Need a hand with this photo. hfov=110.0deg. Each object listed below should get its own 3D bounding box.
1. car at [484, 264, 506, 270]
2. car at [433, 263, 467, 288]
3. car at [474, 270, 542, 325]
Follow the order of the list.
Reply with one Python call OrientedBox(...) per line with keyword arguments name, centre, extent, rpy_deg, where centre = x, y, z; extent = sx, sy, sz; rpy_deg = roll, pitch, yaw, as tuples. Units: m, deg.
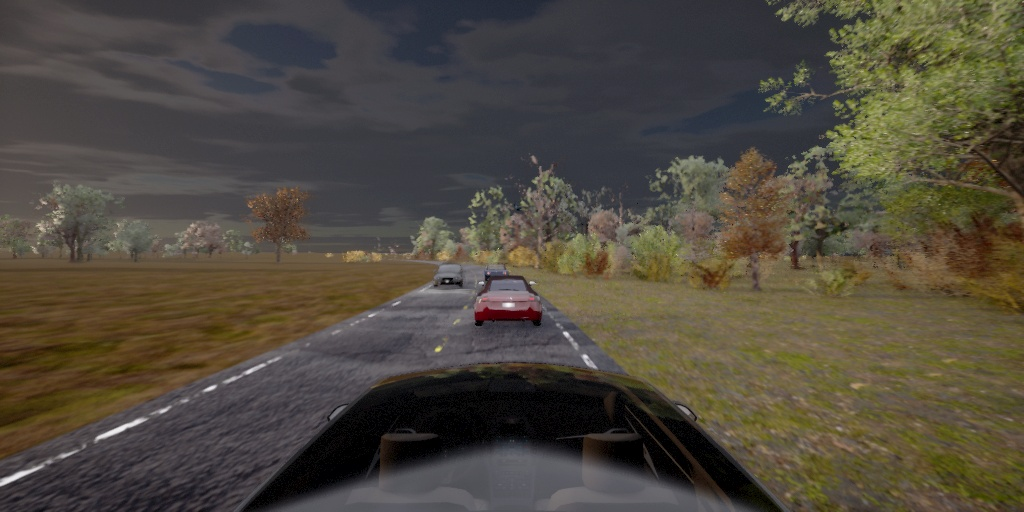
OrientedBox(name="car", centre=(-1.398, 1.351, 29.751), extent=(1.895, 1.301, 4.718), rpy_deg=(0, 0, -6))
OrientedBox(name="car", centre=(-4.076, 1.255, 23.900), extent=(1.837, 1.490, 4.892), rpy_deg=(0, 0, -5))
OrientedBox(name="car", centre=(-0.164, 1.316, 11.850), extent=(1.994, 1.385, 4.181), rpy_deg=(0, 0, -2))
